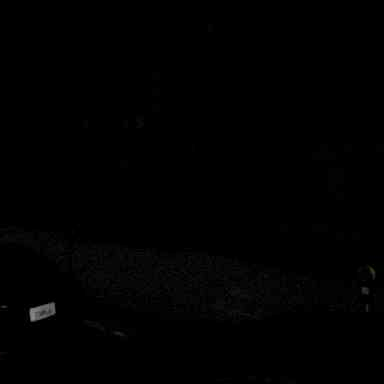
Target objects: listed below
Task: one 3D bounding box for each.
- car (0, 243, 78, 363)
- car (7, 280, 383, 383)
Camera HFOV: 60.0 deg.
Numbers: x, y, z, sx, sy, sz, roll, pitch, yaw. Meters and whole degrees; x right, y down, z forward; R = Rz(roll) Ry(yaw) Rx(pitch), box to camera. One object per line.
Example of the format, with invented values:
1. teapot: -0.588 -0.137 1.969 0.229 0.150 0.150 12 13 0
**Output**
1. car: -3.541 1.502 5.354 4.313 1.339 1.947 1 0 36
2. car: 0.857 1.561 2.198 4.313 1.339 1.947 1 0 36
